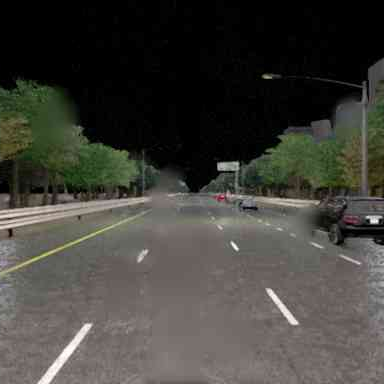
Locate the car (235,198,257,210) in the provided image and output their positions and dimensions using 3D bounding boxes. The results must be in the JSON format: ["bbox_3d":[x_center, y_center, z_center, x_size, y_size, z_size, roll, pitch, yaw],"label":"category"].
[{"bbox_3d":[7.122,1.586,42.908,1.994,1.385,4.181,0,0,0],"label":"car"}]

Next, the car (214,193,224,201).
[{"bbox_3d":[7.411,1.263,82.489,2.150,2.045,5.566,0,0,1],"label":"car"}]

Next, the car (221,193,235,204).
[{"bbox_3d":[7.243,1.525,62.422,2.128,1.511,4.902,0,0,0],"label":"car"}]

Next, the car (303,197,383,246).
[{"bbox_3d":[7.021,1.223,15.482,2.150,2.045,5.566,0,0,0],"label":"car"}]
